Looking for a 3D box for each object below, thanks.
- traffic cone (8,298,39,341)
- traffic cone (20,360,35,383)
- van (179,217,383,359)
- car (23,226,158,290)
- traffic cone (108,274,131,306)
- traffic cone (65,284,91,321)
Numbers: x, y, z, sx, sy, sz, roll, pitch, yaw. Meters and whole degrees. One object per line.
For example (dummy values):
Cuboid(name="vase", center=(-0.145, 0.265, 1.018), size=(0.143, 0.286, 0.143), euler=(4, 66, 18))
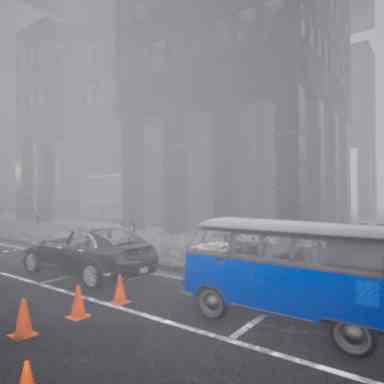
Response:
Cuboid(name="traffic cone", center=(-2.676, 1.986, 5.291), size=(0.340, 0.580, 0.340), euler=(0, 0, 36))
Cuboid(name="traffic cone", center=(-1.643, 1.975, 3.308), size=(0.340, 0.580, 0.340), euler=(0, 0, 36))
Cuboid(name="van", center=(1.657, 1.385, 5.803), size=(3.998, 1.788, 1.690), euler=(0, -1, 36))
Cuboid(name="car", center=(-2.900, 1.606, 9.099), size=(4.403, 1.369, 2.008), euler=(0, -1, 36))
Cuboid(name="traffic cone", center=(-1.503, 1.999, 6.911), size=(0.340, 0.580, 0.340), euler=(0, 0, 36))
Cuboid(name="traffic cone", center=(-2.090, 1.993, 6.101), size=(0.340, 0.580, 0.340), euler=(0, 0, 36))
